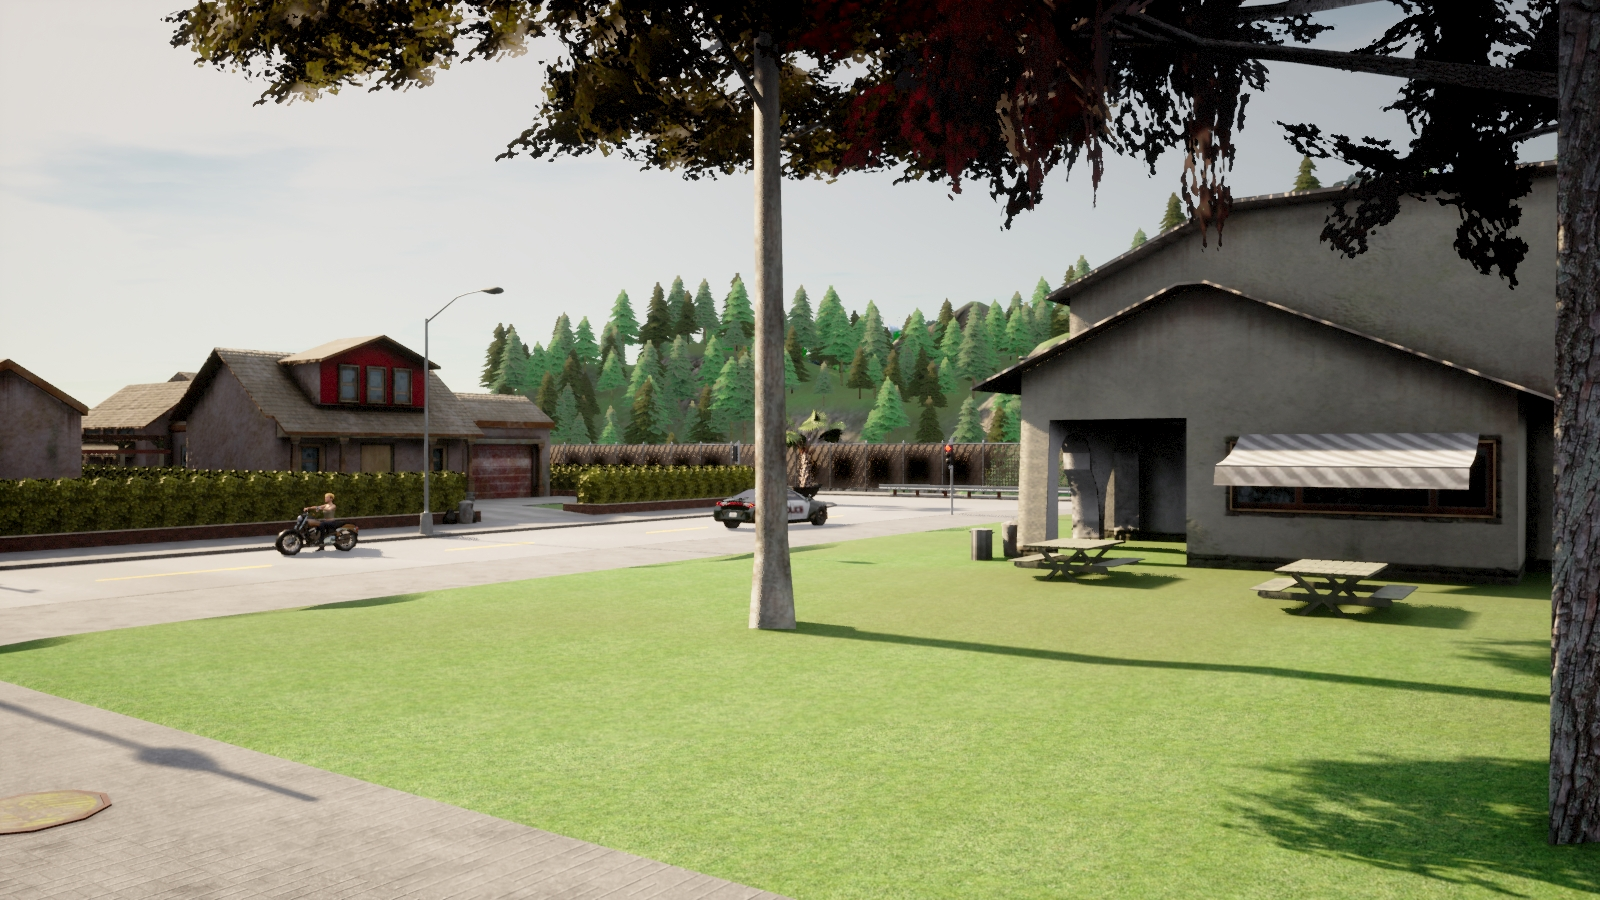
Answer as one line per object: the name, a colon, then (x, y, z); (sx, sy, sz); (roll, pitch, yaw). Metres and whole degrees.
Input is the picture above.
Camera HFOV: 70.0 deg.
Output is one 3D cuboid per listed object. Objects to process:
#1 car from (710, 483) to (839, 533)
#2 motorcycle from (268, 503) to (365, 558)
car: (-0.850, 2.038, 41.431); (2.038, 1.542, 4.974); (0, 0, 37)
motorcycle: (-13.052, 2.155, 30.913); (0.764, 1.307, 2.356); (0, 0, 35)
